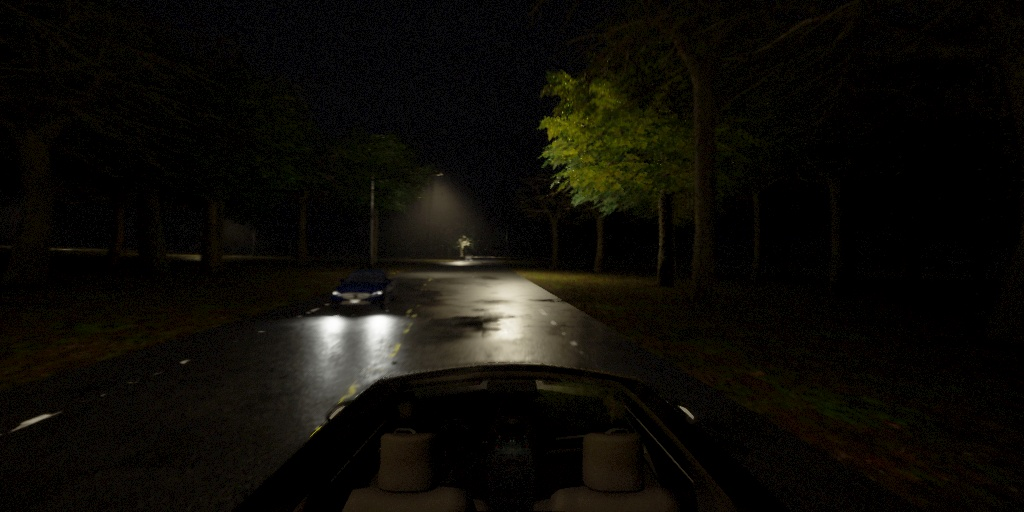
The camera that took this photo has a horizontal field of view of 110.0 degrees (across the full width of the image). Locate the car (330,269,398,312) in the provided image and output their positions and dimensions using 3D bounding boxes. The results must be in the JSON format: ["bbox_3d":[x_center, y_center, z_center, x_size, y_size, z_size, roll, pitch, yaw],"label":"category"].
[{"bbox_3d":[-5.708,1.255,14.350,1.812,1.442,4.674,1,0,-11],"label":"car"}]
